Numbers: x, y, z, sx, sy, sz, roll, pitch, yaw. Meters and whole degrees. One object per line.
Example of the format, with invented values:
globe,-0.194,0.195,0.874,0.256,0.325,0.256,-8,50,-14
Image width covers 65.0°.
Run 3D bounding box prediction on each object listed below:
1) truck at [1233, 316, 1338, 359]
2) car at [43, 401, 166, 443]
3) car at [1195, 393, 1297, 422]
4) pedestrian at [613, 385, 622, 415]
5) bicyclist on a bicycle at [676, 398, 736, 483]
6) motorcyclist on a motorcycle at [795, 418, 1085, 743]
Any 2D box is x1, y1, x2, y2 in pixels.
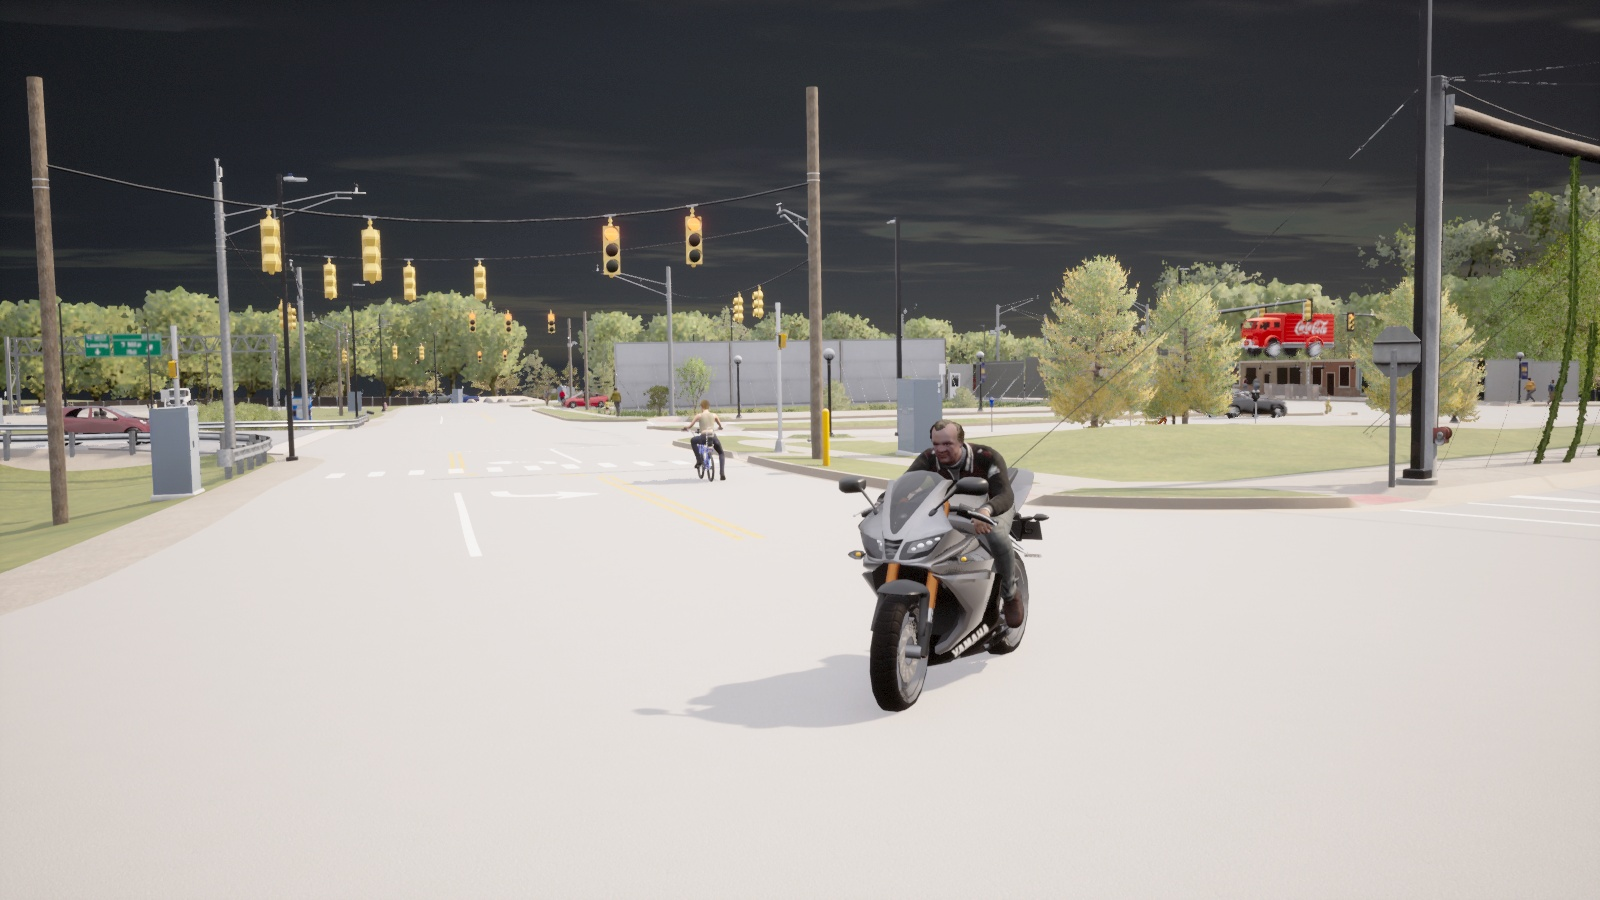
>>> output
truck,29.005,-6.727,75.101,5.204,2.467,2.627,-1,6,-15
car,-26.070,-1.086,47.188,3.633,1.501,1.845,-1,3,-11
car,24.037,-2.310,67.749,4.902,1.511,2.128,0,3,-20
pedestrian,-11.232,-3.060,77.175,0.370,1.835,0.726,-2,4,-20
bicyclist on a bicycle,-1.883,-0.209,24.952,0.866,1.612,1.509,-2,3,-16
motorcyclist on a motorcycle,0.896,0.607,7.232,0.866,1.530,2.191,0,3,29
